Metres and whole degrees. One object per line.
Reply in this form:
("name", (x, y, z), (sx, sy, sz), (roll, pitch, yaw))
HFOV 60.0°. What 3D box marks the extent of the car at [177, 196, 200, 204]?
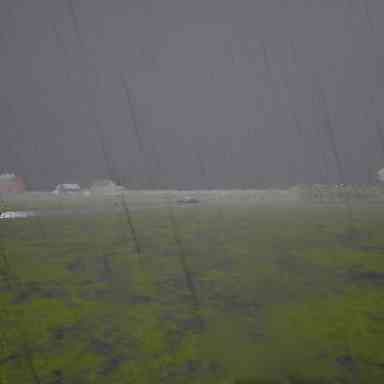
("car", (-0.566, 1.469, 60.567), (2.033, 1.411, 5.357), (1, 0, 34))
